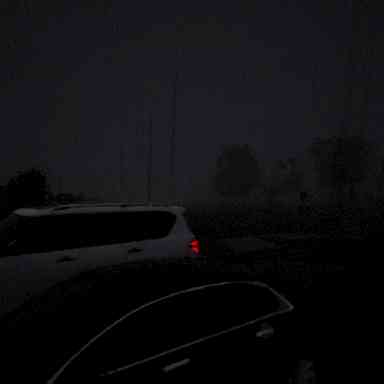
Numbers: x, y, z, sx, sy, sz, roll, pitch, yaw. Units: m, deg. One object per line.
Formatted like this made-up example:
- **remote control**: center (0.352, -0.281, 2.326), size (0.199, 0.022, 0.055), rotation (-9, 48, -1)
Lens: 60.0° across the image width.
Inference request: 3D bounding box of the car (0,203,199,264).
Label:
- **car**: center (-2.407, 1.233, 5.939), size (5.566, 2.045, 2.150), rotation (1, 0, -35)

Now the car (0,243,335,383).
- **car**: center (-0.572, 1.517, 3.249), size (4.892, 1.490, 1.837), rotation (1, 0, -35)
